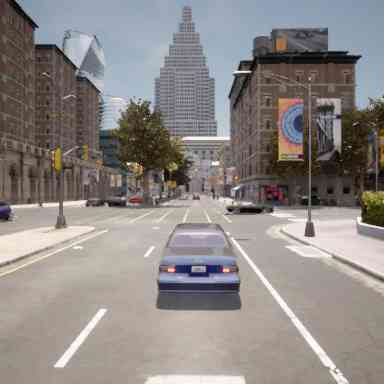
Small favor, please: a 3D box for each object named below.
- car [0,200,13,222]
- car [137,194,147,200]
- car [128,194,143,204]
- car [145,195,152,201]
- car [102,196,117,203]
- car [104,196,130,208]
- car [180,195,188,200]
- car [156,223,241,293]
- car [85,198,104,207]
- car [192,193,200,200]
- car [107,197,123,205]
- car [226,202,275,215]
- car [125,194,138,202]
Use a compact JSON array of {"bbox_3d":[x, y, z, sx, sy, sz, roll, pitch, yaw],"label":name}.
[{"bbox_3d":[-14.812,1.352,23.602,2.097,1.767,4.553,0,0,1],"label":"car"},{"bbox_3d":[-13.820,1.465,91.864,1.882,1.535,5.008,0,0,1],"label":"car"},{"bbox_3d":[-10.737,1.477,63.358,1.882,1.535,5.008,0,0,1],"label":"car"},{"bbox_3d":[-10.495,1.500,78.440,1.837,1.490,4.892,0,0,1],"label":"car"},{"bbox_3d":[-17.357,1.595,69.885,1.895,1.301,4.718,0,0,1],"label":"car"},{"bbox_3d":[-10.979,1.601,48.906,1.895,1.301,4.718,0,0,1],"label":"car"},{"bbox_3d":[-2.342,1.519,90.138,1.812,1.442,4.674,0,0,1],"label":"car"},{"bbox_3d":[0.176,1.547,8.984,2.033,1.411,5.357,0,0,1],"label":"car"},{"bbox_3d":[-14.466,1.565,49.623,1.994,1.385,4.181,0,0,1],"label":"car"},{"bbox_3d":[1.158,1.350,90.063,2.097,1.767,4.553,0,0,1],"label":"car"},{"bbox_3d":[-14.263,1.600,61.984,1.895,1.301,4.718,0,0,1],"label":"car"},{"bbox_3d":[5.761,1.601,32.924,4.718,1.301,1.895,0,0,7],"label":"car"},{"bbox_3d":[-14.015,1.355,76.938,2.097,1.767,4.553,0,0,1],"label":"car"}]
